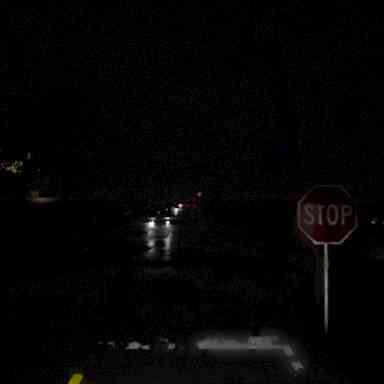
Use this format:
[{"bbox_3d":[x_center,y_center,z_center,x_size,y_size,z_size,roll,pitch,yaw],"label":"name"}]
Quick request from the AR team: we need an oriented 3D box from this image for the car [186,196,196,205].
[{"bbox_3d":[-0.178,1.613,60.863,1.812,1.442,4.674,0,0,0],"label":"car"}]

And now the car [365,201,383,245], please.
[{"bbox_3d":[10.403,1.446,14.126,5.566,2.045,2.150,1,-1,1],"label":"car"}]

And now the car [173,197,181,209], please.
[{"bbox_3d":[-2.980,1.520,47.339,1.882,1.535,5.008,0,0,0],"label":"car"}]

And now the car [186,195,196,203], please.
[{"bbox_3d":[-0.209,1.517,71.149,2.128,1.511,4.902,0,0,0],"label":"car"}]

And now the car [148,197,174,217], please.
[{"bbox_3d":[-2.931,1.532,31.437,1.812,1.442,4.674,0,0,-1],"label":"car"}]
